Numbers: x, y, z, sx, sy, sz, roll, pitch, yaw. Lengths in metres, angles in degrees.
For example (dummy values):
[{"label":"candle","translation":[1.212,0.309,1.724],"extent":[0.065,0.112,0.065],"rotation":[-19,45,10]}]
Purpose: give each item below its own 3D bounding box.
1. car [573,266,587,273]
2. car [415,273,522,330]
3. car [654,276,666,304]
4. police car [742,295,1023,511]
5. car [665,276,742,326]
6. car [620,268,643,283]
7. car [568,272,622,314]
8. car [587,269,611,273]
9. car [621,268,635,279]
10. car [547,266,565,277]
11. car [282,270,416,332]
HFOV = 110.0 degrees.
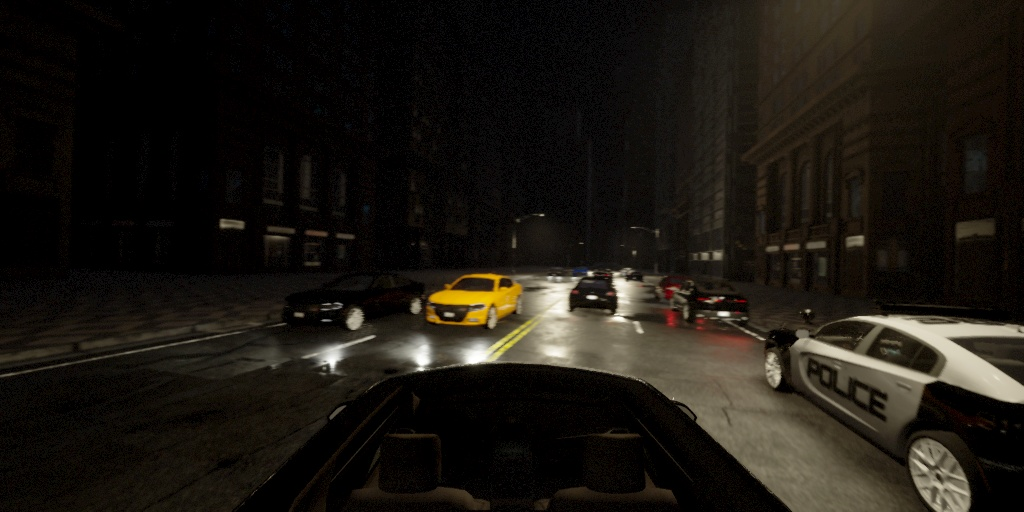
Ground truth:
[{"label":"car","translation":[10.002,2.248,52.094],"extent":[1.882,1.535,5.008],"rotation":[1,-1,16]},{"label":"car","translation":[-1.004,1.339,11.935],"extent":[1.882,1.535,5.008],"rotation":[1,-1,15]},{"label":"car","translation":[8.898,1.780,19.429],"extent":[1.812,1.442,4.674],"rotation":[1,-1,15]},{"label":"police car","translation":[4.707,1.344,4.108],"extent":[1.930,1.638,5.238],"rotation":[1,-1,15]},{"label":"car","translation":[7.315,1.632,13.644],"extent":[1.837,1.490,4.892],"rotation":[1,-1,15]},{"label":"car","translation":[13.635,2.187,40.270],"extent":[2.128,1.511,4.902],"rotation":[1,-1,16]},{"label":"car","translation":[3.629,1.614,15.812],"extent":[1.994,1.385,4.181],"rotation":[1,-1,15]},{"label":"car","translation":[8.412,1.931,33.273],"extent":[2.128,1.511,4.902],"rotation":[1,-1,15]},{"label":"car","translation":[17.057,2.516,52.930],"extent":[1.812,1.442,4.674],"rotation":[1,-1,15]},{"label":"car","translation":[6.365,2.196,51.146],"extent":[2.033,1.411,5.357],"rotation":[1,-1,15]},{"label":"car","translation":[-4.570,1.226,11.215],"extent":[1.882,1.535,5.008],"rotation":[1,-1,15]}]
